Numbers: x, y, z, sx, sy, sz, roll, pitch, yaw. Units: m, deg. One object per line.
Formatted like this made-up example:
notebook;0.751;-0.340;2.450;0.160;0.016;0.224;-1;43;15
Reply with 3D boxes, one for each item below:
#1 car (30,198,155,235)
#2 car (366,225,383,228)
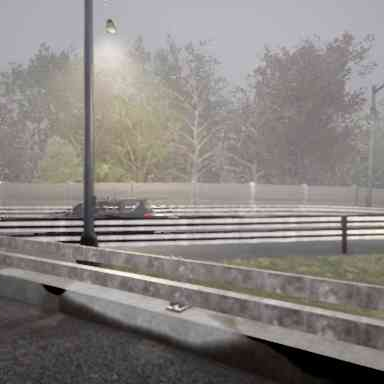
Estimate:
car;-4.475;1.334;15.568;5.566;2.045;2.150;-2;0;-7
car;11.988;1.741;18.475;4.181;1.385;1.994;2;0;-11
